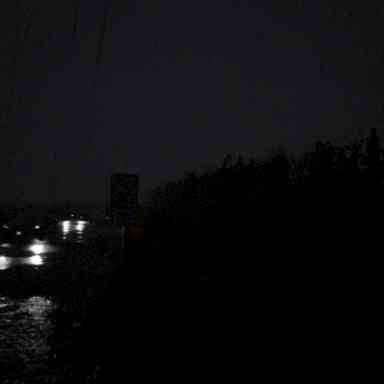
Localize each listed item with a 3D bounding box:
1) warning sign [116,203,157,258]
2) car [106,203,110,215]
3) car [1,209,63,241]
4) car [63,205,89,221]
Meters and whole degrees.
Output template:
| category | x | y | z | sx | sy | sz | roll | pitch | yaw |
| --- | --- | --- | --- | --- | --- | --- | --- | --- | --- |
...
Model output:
| category | x | y | z | sx | sy | sz | roll | pitch | yaw |
| --- | --- | --- | --- | --- | --- | --- | --- | --- | --- |
| warning sign | -2.010 | 1.344 | 12.009 | 1.300 | 1.860 | 1.060 | 2 | -1 | -10 |
| car | -9.988 | 2.142 | 42.720 | 2.128 | 1.511 | 4.902 | 2 | -2 | -10 |
| car | -8.460 | 1.659 | 17.734 | 1.812 | 1.442 | 4.674 | 2 | -1 | -11 |
| car | -10.909 | 1.922 | 31.323 | 1.994 | 1.385 | 4.181 | 2 | -1 | -11 |
